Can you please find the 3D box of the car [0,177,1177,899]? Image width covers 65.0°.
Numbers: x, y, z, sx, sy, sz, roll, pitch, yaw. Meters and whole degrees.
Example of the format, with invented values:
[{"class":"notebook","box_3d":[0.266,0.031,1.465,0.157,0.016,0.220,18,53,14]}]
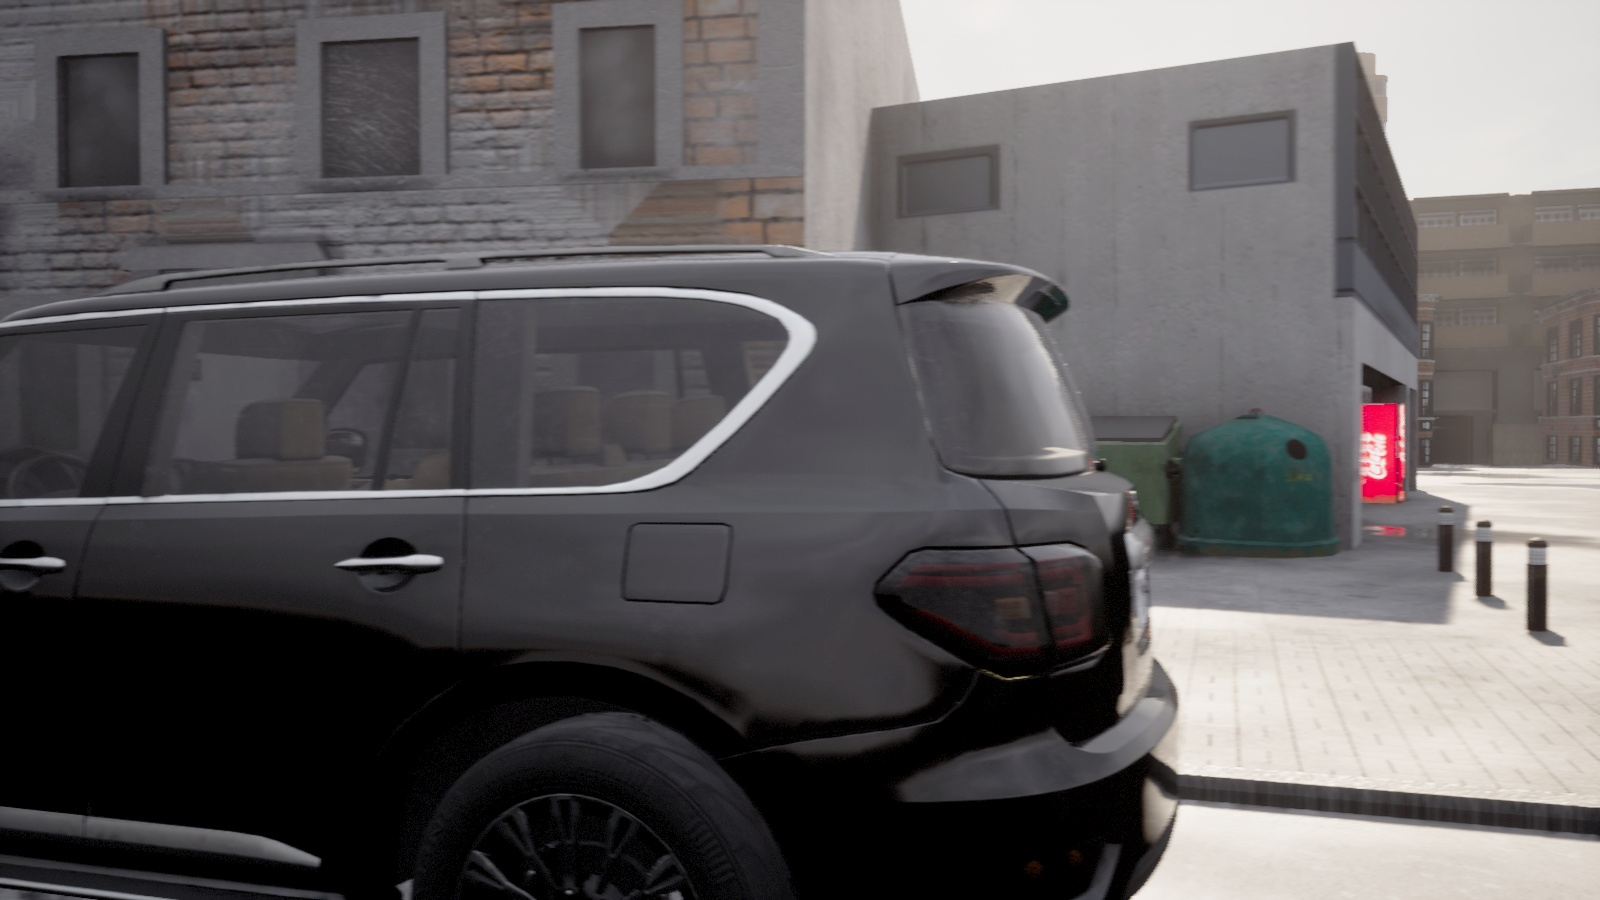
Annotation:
[{"class":"car","box_3d":[-1.666,0.471,4.276,5.566,2.045,2.150,1,1,19]}]
